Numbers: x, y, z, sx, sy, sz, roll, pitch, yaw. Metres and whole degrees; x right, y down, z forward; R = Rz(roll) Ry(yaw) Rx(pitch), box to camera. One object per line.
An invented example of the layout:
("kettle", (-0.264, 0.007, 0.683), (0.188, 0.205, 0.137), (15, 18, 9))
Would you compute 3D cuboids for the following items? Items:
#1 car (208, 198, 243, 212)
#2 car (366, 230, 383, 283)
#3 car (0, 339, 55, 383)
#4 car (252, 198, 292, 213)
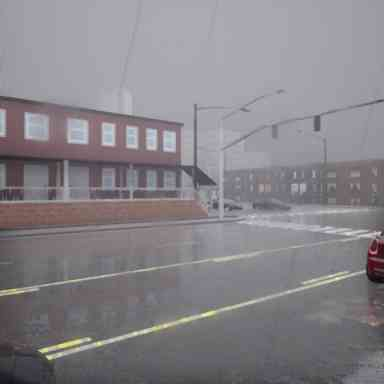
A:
("car", (3.880, 1.489, 38.707), (1.837, 1.490, 4.892), (0, 0, -36))
("car", (6.428, 1.346, 8.392), (4.553, 1.767, 2.097), (0, 0, -35))
("car", (-3.103, 1.526, 1.544), (4.674, 1.442, 1.812), (0, 0, -36))
("car", (8.983, 1.487, 37.674), (1.837, 1.490, 4.892), (0, 0, -36))
